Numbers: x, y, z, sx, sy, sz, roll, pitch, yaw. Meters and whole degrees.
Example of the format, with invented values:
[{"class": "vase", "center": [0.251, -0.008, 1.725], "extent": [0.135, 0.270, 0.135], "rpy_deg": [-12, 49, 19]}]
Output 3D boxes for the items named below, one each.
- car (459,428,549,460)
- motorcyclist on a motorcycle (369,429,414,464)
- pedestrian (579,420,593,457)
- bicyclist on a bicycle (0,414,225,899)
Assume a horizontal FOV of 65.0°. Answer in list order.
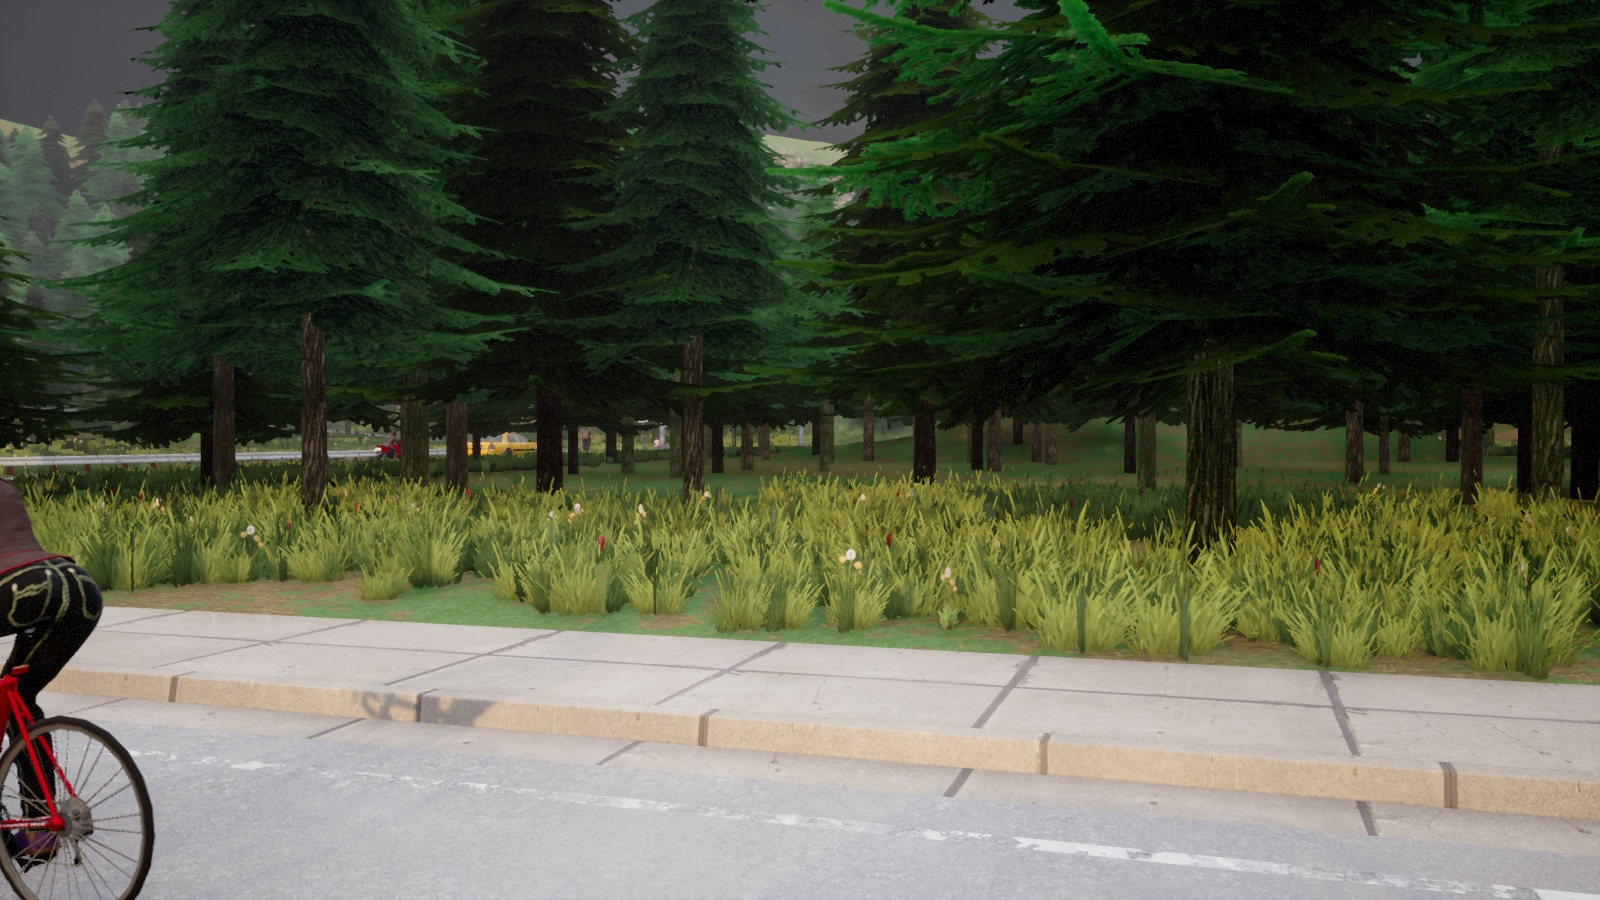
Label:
[{"class": "car", "center": [-14.844, -0.330, 63.285], "extent": [1.801, 1.575, 5.366], "rpy_deg": [1, 1, 20]}, {"class": "motorcyclist on a motorcycle", "center": [-17.838, -0.164, 54.924], "extent": [0.797, 1.523, 2.044], "rpy_deg": [1, 1, 19]}, {"class": "pedestrian", "center": [-10.622, -0.576, 62.350], "extent": [0.540, 1.848, 0.694], "rpy_deg": [0, 1, 5]}, {"class": "bicyclist on a bicycle", "center": [-2.782, 0.703, 4.127], "extent": [1.656, 1.620, 0.582], "rpy_deg": [0, 1, 19]}]
